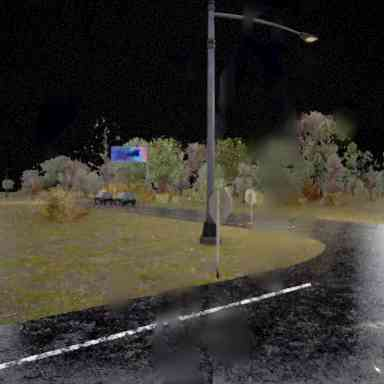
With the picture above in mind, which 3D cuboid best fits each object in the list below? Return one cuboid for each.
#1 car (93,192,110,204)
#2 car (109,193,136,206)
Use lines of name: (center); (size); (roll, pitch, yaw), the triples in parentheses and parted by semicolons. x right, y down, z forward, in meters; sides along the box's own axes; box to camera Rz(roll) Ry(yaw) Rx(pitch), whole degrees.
car: (-16.274, 1.099, 61.001); (2.150, 2.045, 5.566); (0, 0, -34)
car: (-10.767, 1.117, 52.809); (2.150, 2.045, 5.566); (0, 0, -33)
